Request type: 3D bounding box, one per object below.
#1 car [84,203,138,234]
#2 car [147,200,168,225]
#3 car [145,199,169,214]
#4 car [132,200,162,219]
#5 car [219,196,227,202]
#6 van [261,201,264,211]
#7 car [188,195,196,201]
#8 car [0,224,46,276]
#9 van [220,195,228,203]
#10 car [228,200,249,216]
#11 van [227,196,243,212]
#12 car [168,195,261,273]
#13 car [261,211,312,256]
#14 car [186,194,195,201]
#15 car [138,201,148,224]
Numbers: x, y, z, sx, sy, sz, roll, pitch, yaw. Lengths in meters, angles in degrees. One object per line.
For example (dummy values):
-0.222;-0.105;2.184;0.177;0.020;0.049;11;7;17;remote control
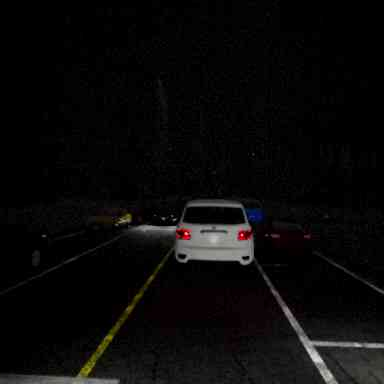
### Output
-4.696;1.491;19.118;1.752;1.417;4.829;1;0;3;car
-1.703;1.513;24.210;1.837;1.490;4.892;1;0;4;car
-3.690;1.543;35.834;1.887;1.381;4.507;1;0;3;car
-4.022;1.532;30.318;1.887;1.381;4.507;1;0;3;car
7.785;1.790;84.133;1.947;1.339;4.313;1;0;3;car
4.183;1.420;24.270;1.690;1.788;3.998;1;0;3;van
-0.100;1.704;94.976;2.008;1.369;4.403;1;0;3;car
-5.350;1.490;8.257;1.887;1.381;4.507;1;0;3;car
7.462;1.549;78.731;1.690;1.788;3.998;1;0;3;van
4.848;1.646;35.299;1.887;1.381;4.507;1;0;3;car
5.185;1.454;40.815;1.690;1.788;3.998;1;0;3;van
0.697;1.243;10.947;2.150;2.045;5.566;1;0;3;car
3.511;1.640;13.240;1.802;1.307;4.206;1;0;3;car
-0.415;1.452;89.697;2.192;1.841;5.009;1;0;3;car
-4.354;1.522;24.803;1.887;1.381;4.507;1;0;3;car
